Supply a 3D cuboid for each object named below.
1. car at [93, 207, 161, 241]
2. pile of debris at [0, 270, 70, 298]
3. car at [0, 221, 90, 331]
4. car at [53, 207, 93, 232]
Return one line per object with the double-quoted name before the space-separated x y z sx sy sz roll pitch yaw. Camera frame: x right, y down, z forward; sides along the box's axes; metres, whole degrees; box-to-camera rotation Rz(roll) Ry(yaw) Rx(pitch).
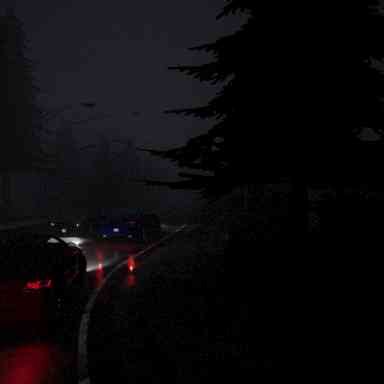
"car" -2.929 1.492 16.816 1.882 1.535 5.008 0 0 8
"pile of debris" -3.966 2.183 7.973 1.500 0.140 1.860 0 0 -4
"car" -3.475 1.566 6.925 1.994 1.385 4.181 0 0 -11
"car" -6.168 1.580 19.612 2.033 1.411 5.357 0 0 8
